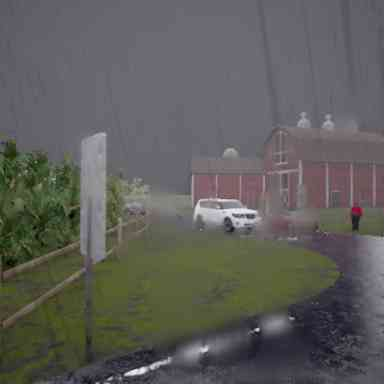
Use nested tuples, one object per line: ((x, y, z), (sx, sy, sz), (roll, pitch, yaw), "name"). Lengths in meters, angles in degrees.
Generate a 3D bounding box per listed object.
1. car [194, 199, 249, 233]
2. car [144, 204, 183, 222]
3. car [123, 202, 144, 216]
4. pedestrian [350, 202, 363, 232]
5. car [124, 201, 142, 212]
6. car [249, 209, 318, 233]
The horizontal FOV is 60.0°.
((2.190, 1.474, 22.170), (2.150, 2.045, 5.566), (1, -1, -30), "car")
((-2.511, 1.920, 30.764), (1.837, 1.490, 4.892), (1, -1, -27), "car")
((-6.945, 2.086, 39.853), (1.837, 1.490, 4.892), (1, -1, -25), "car")
((10.061, 1.497, 20.486), (0.375, 1.860, 0.375), (0, 0, -32), "pedestrian")
((-9.580, 2.307, 53.859), (1.882, 1.535, 5.008), (1, -1, -21), "car")
((5.951, 1.799, 21.358), (1.994, 1.385, 4.181), (1, -1, -29), "car")
